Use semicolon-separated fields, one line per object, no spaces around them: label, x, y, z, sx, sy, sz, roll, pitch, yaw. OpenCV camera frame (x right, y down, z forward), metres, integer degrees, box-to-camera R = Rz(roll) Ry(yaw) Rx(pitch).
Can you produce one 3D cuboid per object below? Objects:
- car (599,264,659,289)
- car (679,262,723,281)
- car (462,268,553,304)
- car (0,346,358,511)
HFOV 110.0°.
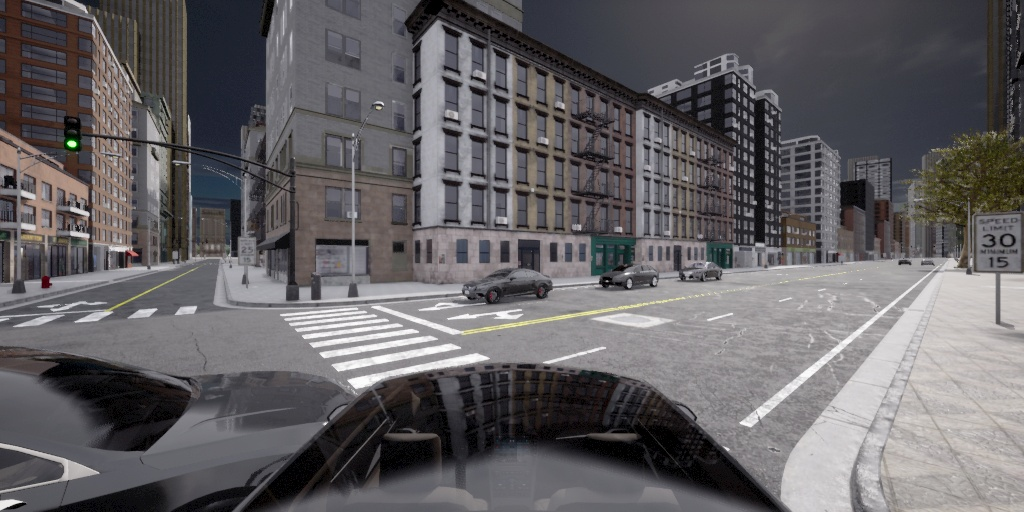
car;7.566;1.258;22.968;4.892;1.490;1.837;0;0;-39
car;15.551;1.235;29.469;4.902;1.511;2.128;0;0;-39
car;-0.102;1.286;16.714;4.674;1.442;1.812;0;0;-39
car;-3.228;1.257;1.730;4.892;1.490;1.837;0;0;-35
